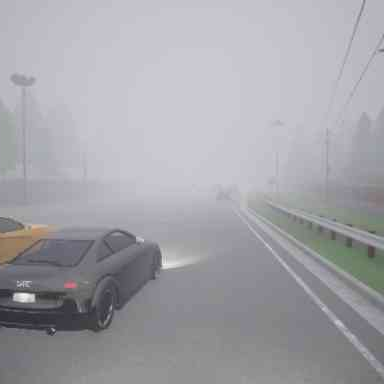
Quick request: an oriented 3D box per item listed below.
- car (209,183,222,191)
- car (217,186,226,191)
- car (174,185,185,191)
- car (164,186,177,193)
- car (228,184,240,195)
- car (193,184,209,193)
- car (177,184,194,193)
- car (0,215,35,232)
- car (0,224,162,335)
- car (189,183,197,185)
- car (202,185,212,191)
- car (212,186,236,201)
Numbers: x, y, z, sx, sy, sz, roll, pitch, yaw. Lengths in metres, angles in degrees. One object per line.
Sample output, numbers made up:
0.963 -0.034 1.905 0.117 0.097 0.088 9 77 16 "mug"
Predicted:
5.464 -0.811 70.854 2.150 2.045 5.566 0 2 10 "car"
7.235 -0.893 81.125 1.895 1.301 4.718 0 2 10 "car"
-3.117 -1.016 82.877 1.812 1.442 4.674 0 2 10 "car"
-4.817 -0.575 73.028 1.812 1.442 4.674 0 2 10 "car"
7.720 -0.574 62.756 2.150 2.045 5.566 0 2 10 "car"
2.081 -0.511 71.839 1.994 1.385 4.181 0 2 10 "car"
-1.363 -0.487 72.465 1.895 1.301 4.718 0 2 10 "car"
-5.269 1.241 8.077 1.882 1.535 5.008 0 2 10 "car"
-1.977 1.371 6.571 1.994 1.385 4.181 0 2 10 "car"
0.337 -1.298 82.303 2.150 2.045 5.566 0 2 10 "car"
3.781 -1.005 81.687 1.837 1.490 4.892 0 2 10 "car"
4.074 0.355 41.627 2.033 1.411 5.357 0 2 10 "car"
